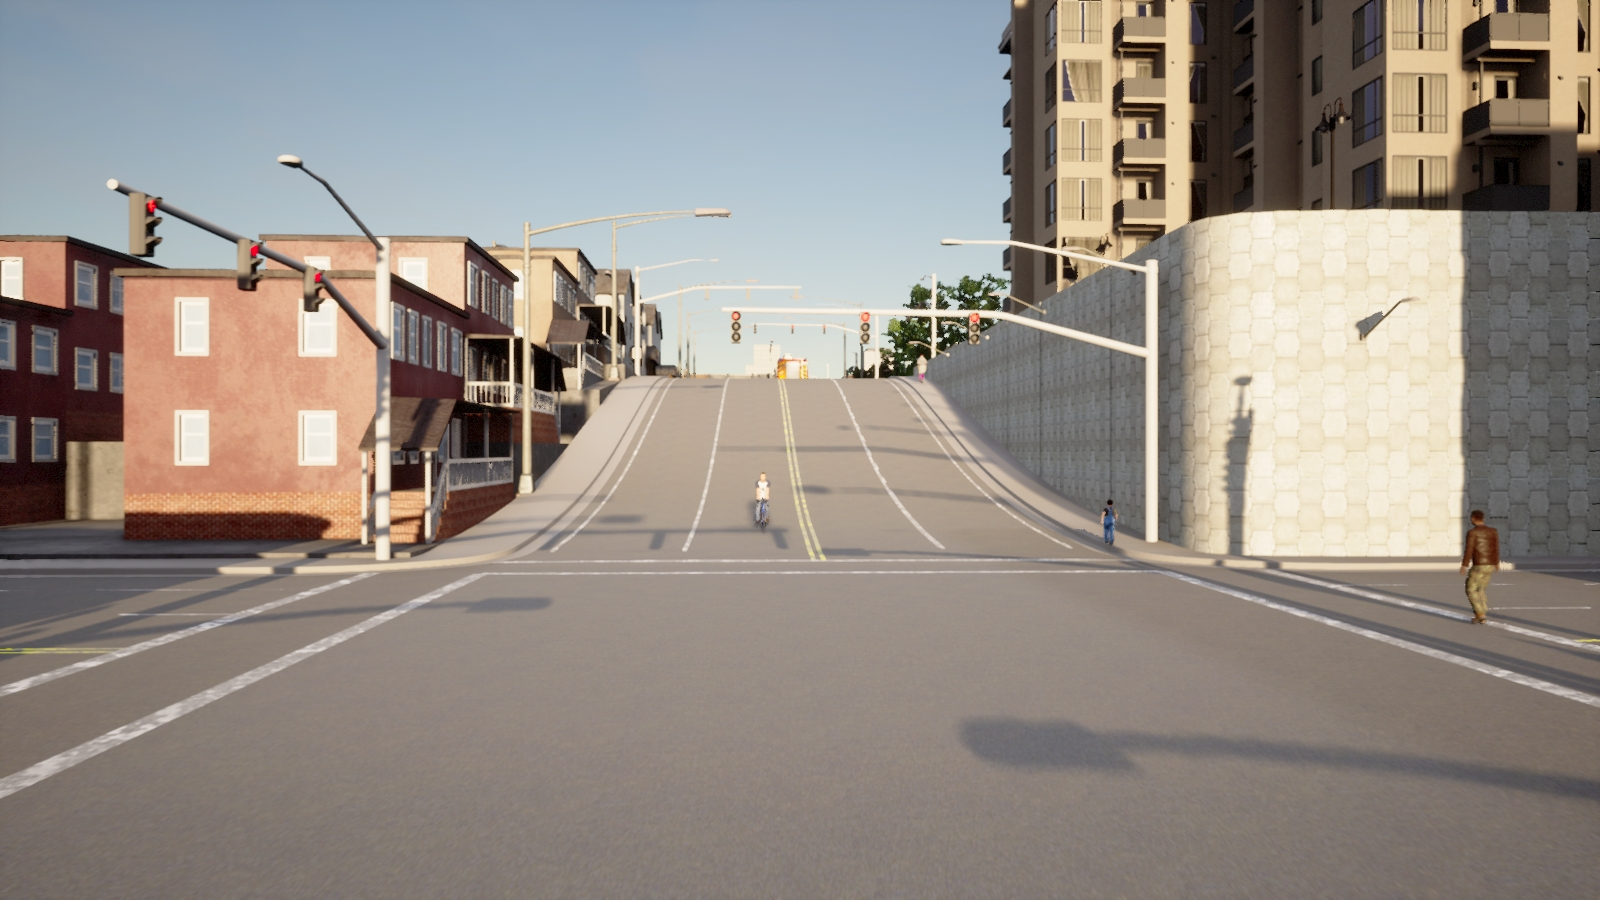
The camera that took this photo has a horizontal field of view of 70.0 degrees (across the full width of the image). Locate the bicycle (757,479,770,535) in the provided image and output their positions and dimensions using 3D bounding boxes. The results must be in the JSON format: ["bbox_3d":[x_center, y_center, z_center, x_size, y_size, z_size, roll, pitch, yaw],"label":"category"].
[{"bbox_3d":[-1.124,1.715,34.859,0.373,1.521,1.643,0,4,-3],"label":"bicycle"}]

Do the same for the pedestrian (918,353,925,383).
[{"bbox_3d":[7.663,-5.188,72.014,0.375,1.860,0.375,0,0,-2],"label":"pedestrian"}]

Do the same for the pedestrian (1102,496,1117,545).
[{"bbox_3d":[8.363,1.894,30.848,0.375,1.300,0.375,0,0,12],"label":"pedestrian"}]

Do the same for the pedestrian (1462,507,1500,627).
[{"bbox_3d":[10.845,1.850,18.199,0.375,1.860,0.375,0,0,-8],"label":"pedestrian"}]
